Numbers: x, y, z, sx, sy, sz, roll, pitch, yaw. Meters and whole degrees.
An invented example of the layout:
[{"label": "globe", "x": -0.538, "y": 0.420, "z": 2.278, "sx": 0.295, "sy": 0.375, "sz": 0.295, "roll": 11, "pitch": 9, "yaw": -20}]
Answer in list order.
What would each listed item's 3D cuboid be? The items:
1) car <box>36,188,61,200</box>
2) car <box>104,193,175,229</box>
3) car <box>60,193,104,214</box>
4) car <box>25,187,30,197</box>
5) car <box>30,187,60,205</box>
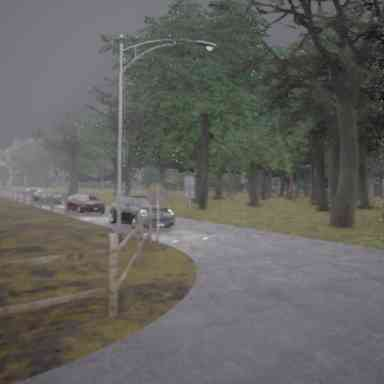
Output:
[{"label": "car", "x": -20.446, "y": 0.244, "z": 47.271, "sx": 2.128, "sy": 1.511, "sz": 4.902, "roll": 1, "pitch": 1, "yaw": -36}, {"label": "car", "x": -2.834, "y": 0.991, "z": 18.333, "sx": 2.097, "sy": 1.767, "sz": 4.553, "roll": 1, "pitch": 1, "yaw": -36}, {"label": "car", "x": -8.348, "y": 0.865, "z": 25.833, "sx": 1.882, "sy": 1.535, "sz": 5.008, "roll": 1, "pitch": 1, "yaw": -36}, {"label": "car", "x": -26.782, "y": -0.035, "z": 55.883, "sx": 1.837, "sy": 1.490, "sz": 4.892, "roll": 1, "pitch": 1, "yaw": -36}, {"label": "car", "x": -15.332, "y": 0.422, "z": 35.358, "sx": 2.097, "sy": 1.767, "sz": 4.553, "roll": 1, "pitch": 1, "yaw": -36}]
